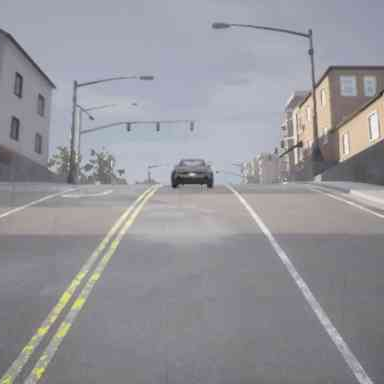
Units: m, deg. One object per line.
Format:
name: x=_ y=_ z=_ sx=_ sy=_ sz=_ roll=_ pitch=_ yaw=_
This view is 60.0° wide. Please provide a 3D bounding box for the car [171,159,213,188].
car: x=0.027 y=-0.960 z=16.791 sx=1.994 sy=1.385 sz=4.181 roll=0 pitch=4 yaw=1
